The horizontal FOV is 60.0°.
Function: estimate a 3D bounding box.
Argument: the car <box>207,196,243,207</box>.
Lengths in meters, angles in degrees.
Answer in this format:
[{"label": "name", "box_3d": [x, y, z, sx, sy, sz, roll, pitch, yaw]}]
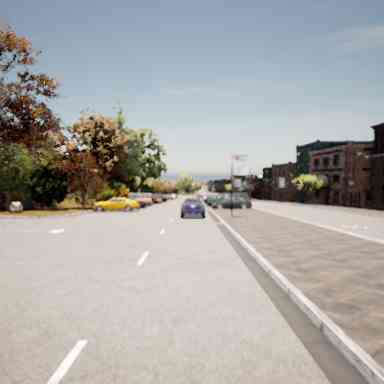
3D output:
[{"label": "car", "box_3d": [4.705, 1.402, 48.081, 4.892, 1.521, 2.231, 0, 0, 0]}]

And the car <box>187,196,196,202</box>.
[{"label": "car", "box_3d": [-0.100, 1.620, 76.073, 2.033, 1.411, 5.357, 0, -1, 0]}]

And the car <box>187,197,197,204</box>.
[{"label": "car", "box_3d": [-0.072, 1.636, 66.077, 1.895, 1.301, 4.718, 0, 0, 0]}]

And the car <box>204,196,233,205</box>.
[{"label": "car", "box_3d": [4.696, 1.470, 59.295, 4.892, 1.521, 2.231, 0, 0, 0]}]

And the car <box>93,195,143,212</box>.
[{"label": "car", "box_3d": [-8.353, 1.379, 36.902, 5.008, 1.535, 2.097, 0, 0, 0]}]

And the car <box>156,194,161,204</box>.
[{"label": "car", "box_3d": [-8.387, 1.509, 59.178, 4.674, 1.452, 2.002, 0, 0, 0]}]

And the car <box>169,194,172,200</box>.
[{"label": "car", "box_3d": [-8.420, 1.386, 81.460, 5.566, 2.045, 2.435, 0, -1, 0]}]

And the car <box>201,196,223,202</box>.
[{"label": "car", "box_3d": [4.642, 1.612, 78.917, 5.008, 1.535, 2.097, 0, -1, 0]}]

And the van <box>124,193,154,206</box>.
[{"label": "van", "box_3d": [-8.494, 1.205, 53.607, 4.442, 1.987, 1.878, 0, 0, 0]}]

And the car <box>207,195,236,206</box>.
[{"label": "car", "box_3d": [4.734, 1.306, 53.688, 4.553, 1.767, 2.185, 0, 0, 0]}]

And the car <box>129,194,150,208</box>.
[{"label": "car", "box_3d": [-8.368, 1.383, 42.471, 5.008, 1.535, 2.097, 0, 0, 0]}]

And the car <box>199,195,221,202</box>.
[{"label": "car", "box_3d": [4.444, 1.636, 81.717, 5.366, 1.575, 1.946, 0, -1, 0]}]

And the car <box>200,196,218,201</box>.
[{"label": "car", "box_3d": [4.635, 1.752, 90.126, 4.792, 1.488, 2.163, 0, -1, 0]}]

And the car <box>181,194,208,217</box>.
[{"label": "car", "box_3d": [0.081, 1.266, 30.029, 2.097, 1.767, 4.553, 0, 0, 0]}]

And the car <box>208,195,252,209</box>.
[{"label": "car", "box_3d": [4.725, 1.381, 39.676, 4.892, 1.521, 2.231, 0, 0, 0]}]

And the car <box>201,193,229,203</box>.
[{"label": "car", "box_3d": [4.640, 1.274, 67.706, 5.566, 2.045, 2.435, 0, 0, 0]}]

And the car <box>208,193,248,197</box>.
[{"label": "car", "box_3d": [4.688, 1.132, 42.477, 5.566, 2.045, 2.435, 0, 0, 0]}]

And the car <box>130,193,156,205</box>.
[{"label": "car", "box_3d": [-8.342, 1.290, 50.827, 4.553, 1.767, 2.185, 0, 0, 0]}]

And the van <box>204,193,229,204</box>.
[{"label": "van", "box_3d": [4.567, 1.262, 62.099, 4.442, 1.987, 1.878, 0, 0, 0]}]

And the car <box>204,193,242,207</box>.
[{"label": "car", "box_3d": [4.678, 1.165, 50.888, 5.566, 2.045, 2.435, 0, 0, 0]}]

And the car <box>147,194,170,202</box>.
[{"label": "car", "box_3d": [-8.429, 1.413, 84.121, 5.566, 2.045, 2.435, 0, -1, 0]}]

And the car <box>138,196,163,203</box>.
[{"label": "car", "box_3d": [-8.382, 1.555, 67.534, 4.792, 1.488, 2.163, 0, 0, 0]}]

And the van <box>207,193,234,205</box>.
[{"label": "van", "box_3d": [4.812, 1.224, 56.493, 4.442, 1.987, 1.878, 0, 0, 0]}]

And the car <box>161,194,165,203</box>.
[{"label": "car", "box_3d": [-8.211, 1.485, 61.964, 5.366, 1.575, 1.946, 0, 0, 0]}]

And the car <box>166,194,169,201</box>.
[{"label": "car", "box_3d": [-8.398, 1.313, 73.104, 5.566, 2.045, 2.435, 0, 0, 0]}]

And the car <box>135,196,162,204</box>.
[{"label": "car", "box_3d": [-8.398, 1.506, 64.750, 5.008, 1.535, 2.097, 0, 0, 0]}]

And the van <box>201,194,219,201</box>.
[{"label": "van", "box_3d": [4.731, 1.469, 87.326, 4.442, 1.987, 1.878, 0, -1, 0]}]
